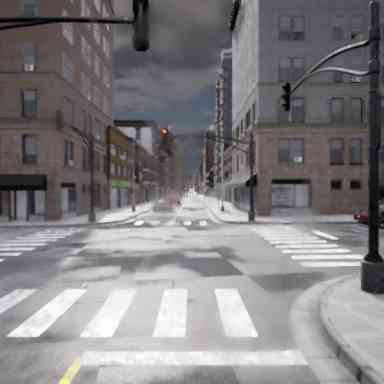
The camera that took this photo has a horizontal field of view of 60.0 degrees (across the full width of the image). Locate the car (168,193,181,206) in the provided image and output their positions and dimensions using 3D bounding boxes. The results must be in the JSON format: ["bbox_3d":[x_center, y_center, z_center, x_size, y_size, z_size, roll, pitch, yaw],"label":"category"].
[{"bbox_3d":[-2.959,1.133,54.539,2.150,2.045,5.566,0,0,1],"label":"car"}]

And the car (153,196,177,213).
[{"bbox_3d":[-3.025,1.491,35.805,1.994,1.385,4.181,0,0,0],"label":"car"}]

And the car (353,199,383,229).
[{"bbox_3d":[12.118,1.078,19.195,5.009,1.841,2.192,-1,1,0],"label":"car"}]
